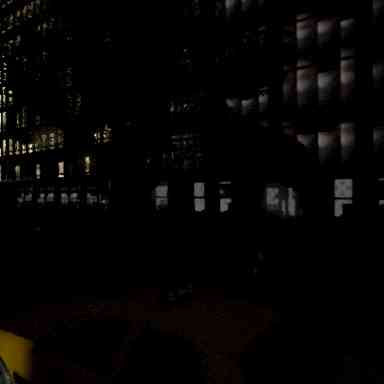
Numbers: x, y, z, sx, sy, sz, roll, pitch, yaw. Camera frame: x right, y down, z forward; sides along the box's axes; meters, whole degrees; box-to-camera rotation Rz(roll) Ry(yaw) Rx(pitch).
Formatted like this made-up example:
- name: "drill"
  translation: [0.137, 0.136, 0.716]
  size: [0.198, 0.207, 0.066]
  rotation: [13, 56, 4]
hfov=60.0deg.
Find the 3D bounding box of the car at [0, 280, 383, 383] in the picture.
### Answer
- name: "car"
  translation: [-0.340, 1.522, 3.123]
  size: [4.829, 1.417, 1.752]
  rotation: [0, 0, 36]
